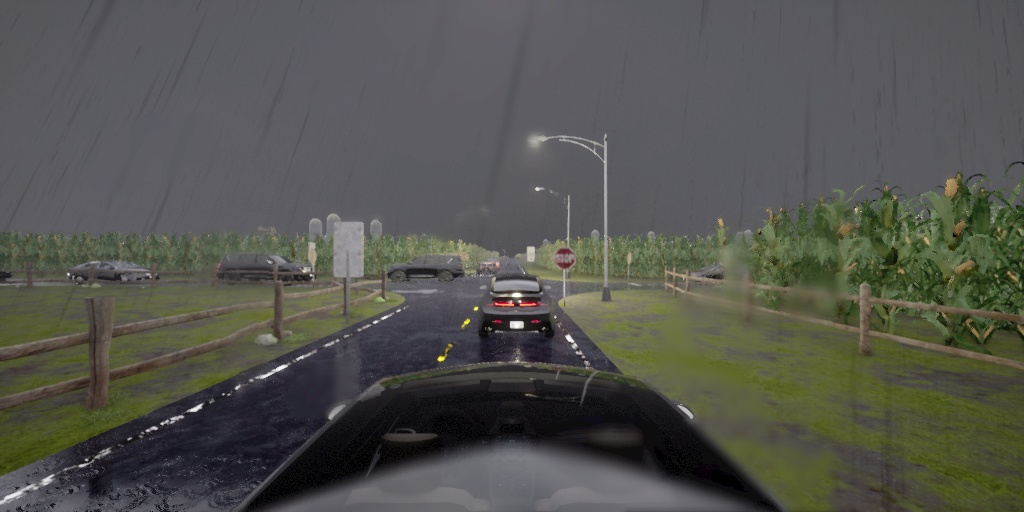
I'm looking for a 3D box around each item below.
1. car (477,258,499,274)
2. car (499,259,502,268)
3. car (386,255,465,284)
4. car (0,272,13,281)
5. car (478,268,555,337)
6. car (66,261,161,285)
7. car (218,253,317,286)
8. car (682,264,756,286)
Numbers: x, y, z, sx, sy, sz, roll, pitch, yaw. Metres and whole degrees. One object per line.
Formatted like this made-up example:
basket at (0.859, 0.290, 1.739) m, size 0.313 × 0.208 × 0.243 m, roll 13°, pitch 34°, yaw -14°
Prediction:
car at (-2.802, 1.289, 40.892) m, size 1.994 × 1.385 × 4.181 m, roll 0°, pitch 0°, yaw 0°
car at (-2.777, 1.068, 50.981) m, size 2.097 × 1.767 × 4.553 m, roll 0°, pitch 0°, yaw 0°
car at (-6.217, 0.946, 26.127) m, size 5.566 × 2.045 × 2.150 m, roll 0°, pitch 0°, yaw 1°
car at (-36.159, 1.135, 23.525) m, size 4.718 × 1.301 × 1.895 m, roll 0°, pitch -1°, yaw 1°
car at (0.108, 1.252, 10.248) m, size 1.837 × 1.490 × 4.892 m, roll 0°, pitch 0°, yaw 0°
car at (-25.881, 1.078, 23.407) m, size 4.902 × 1.511 × 2.128 m, roll 0°, pitch -1°, yaw 1°
car at (-15.831, 0.863, 23.316) m, size 5.566 × 2.045 × 2.150 m, roll 0°, pitch -1°, yaw 0°
car at (14.873, 1.350, 25.897) m, size 4.902 × 1.511 × 2.128 m, roll 0°, pitch -1°, yaw 1°
